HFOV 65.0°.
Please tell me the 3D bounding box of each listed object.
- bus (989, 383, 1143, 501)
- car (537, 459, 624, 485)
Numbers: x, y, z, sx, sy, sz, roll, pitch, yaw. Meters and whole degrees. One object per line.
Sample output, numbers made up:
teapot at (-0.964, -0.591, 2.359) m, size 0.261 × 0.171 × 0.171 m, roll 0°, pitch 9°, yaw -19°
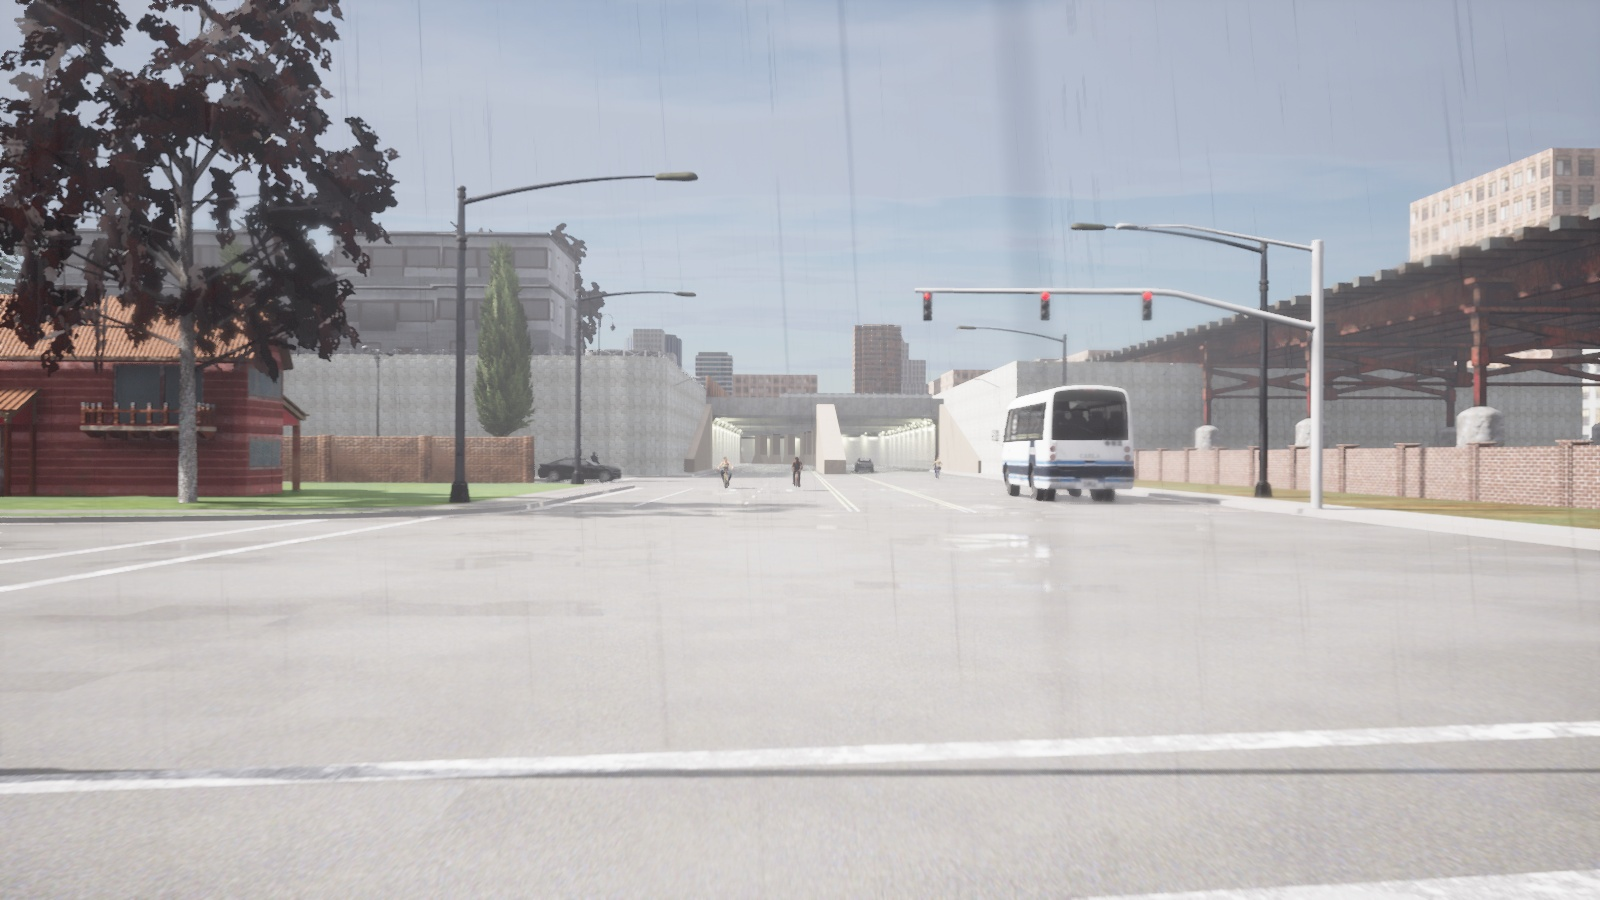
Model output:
bus at (10.375, -0.252, 50.445) m, size 3.944 × 4.253 × 10.273 m, roll 0°, pitch 0°, yaw 0°
car at (-13.283, 1.303, 76.180) m, size 5.008 × 1.535 × 1.882 m, roll 0°, pitch 0°, yaw -1°
